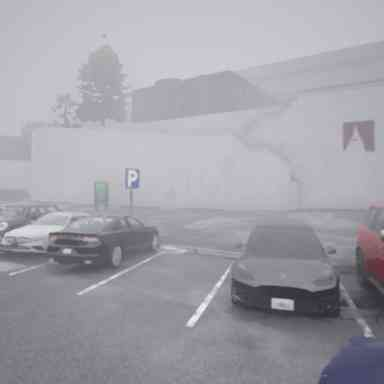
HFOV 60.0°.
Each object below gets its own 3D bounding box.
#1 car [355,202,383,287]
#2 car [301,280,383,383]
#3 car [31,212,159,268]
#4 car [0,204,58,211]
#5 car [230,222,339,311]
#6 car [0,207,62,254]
[{"bbox_3d":[4.614,1.235,6.166,2.435,2.045,5.566,1,-1,15],"label":"car"},{"bbox_3d":[2.857,1.601,1.342,4.718,1.301,1.895,0,0,35],"label":"car"},{"bbox_3d":[-2.729,1.486,11.406,2.097,1.535,5.008,0,-1,15],"label":"car"},{"bbox_3d":[-7.604,1.354,14.922,2.185,1.767,4.553,1,-1,15],"label":"car"},{"bbox_3d":[2.163,1.513,7.903,2.163,1.488,4.792,1,-1,15],"label":"car"},{"bbox_3d":[-5.168,1.524,13.153,2.002,1.452,4.674,1,-1,15],"label":"car"}]
